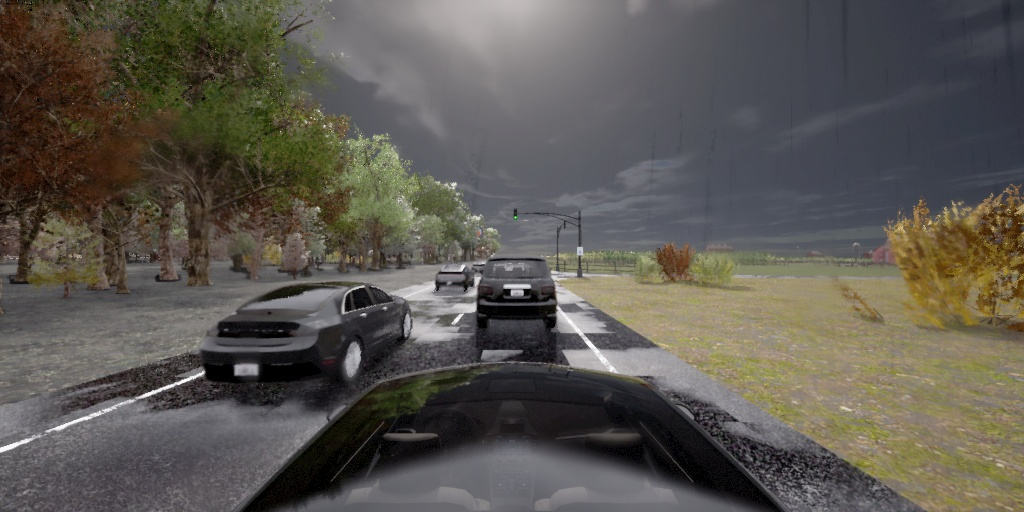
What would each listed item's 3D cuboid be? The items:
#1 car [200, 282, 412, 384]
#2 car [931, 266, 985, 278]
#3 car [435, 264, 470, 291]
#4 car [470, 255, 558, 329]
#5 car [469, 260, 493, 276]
[{"bbox_3d":[-3.388,1.253,7.007,1.837,1.490,4.892,0,-1,0],"label":"car"},{"bbox_3d":[48.597,1.787,39.180,4.892,1.490,1.837,1,-1,0],"label":"car"},{"bbox_3d":[-3.357,1.249,21.709,2.128,1.511,4.902,0,0,0],"label":"car"},{"bbox_3d":[0.121,0.977,11.393,2.150,2.045,5.566,0,0,0],"label":"car"},{"bbox_3d":[-3.319,1.253,39.182,2.128,1.511,4.902,0,0,0],"label":"car"}]
